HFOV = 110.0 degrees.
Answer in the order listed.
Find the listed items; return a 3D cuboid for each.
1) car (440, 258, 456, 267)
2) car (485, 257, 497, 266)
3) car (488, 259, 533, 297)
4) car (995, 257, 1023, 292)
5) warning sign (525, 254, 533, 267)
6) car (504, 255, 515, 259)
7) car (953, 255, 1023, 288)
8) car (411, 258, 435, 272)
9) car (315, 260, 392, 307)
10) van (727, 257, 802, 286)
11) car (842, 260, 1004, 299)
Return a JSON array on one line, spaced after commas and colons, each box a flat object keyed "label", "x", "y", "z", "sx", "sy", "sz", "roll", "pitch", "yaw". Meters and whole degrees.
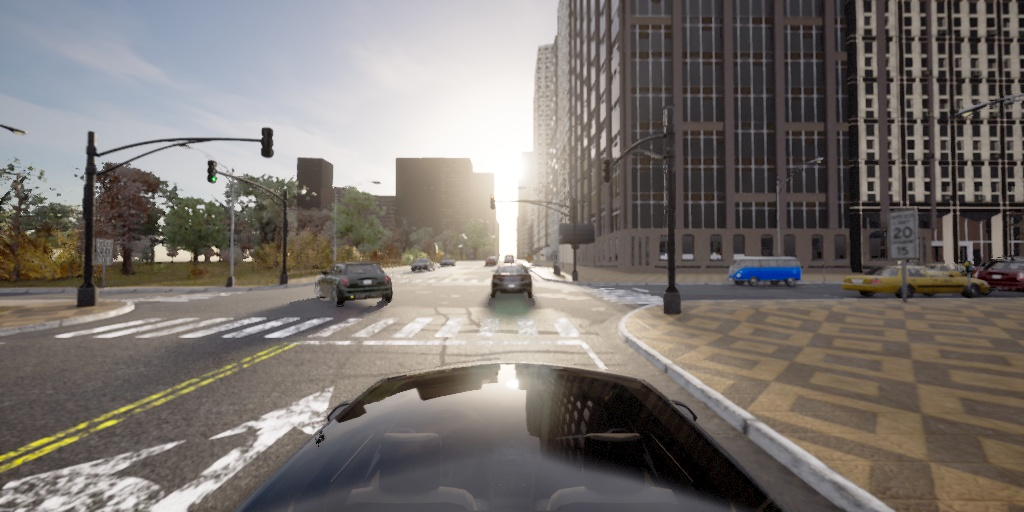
[{"label": "car", "x": -10.225, "y": 1.036, "z": 57.104, "sx": 1.994, "sy": 1.385, "sz": 4.181, "roll": 0, "pitch": 0, "yaw": 0}, {"label": "car", "x": -3.704, "y": 0.963, "z": 63.187, "sx": 1.837, "sy": 1.490, "sz": 4.892, "roll": 0, "pitch": 0, "yaw": 0}, {"label": "car", "x": -0.020, "y": 1.122, "z": 17.967, "sx": 1.882, "sy": 1.535, "sz": 5.008, "roll": 0, "pitch": 0, "yaw": 0}, {"label": "car", "x": 21.650, "y": 0.853, "z": 14.598, "sx": 4.097, "sy": 1.591, "sz": 1.967, "roll": 0, "pitch": 0, "yaw": -1}, {"label": "warning sign", "x": 2.486, "y": 0.599, "z": 51.347, "sx": 1.300, "sy": 1.860, "sz": 1.060, "roll": 0, "pitch": 0, "yaw": 0}, {"label": "car", "x": -0.454, "y": 1.021, "z": 63.244, "sx": 1.994, "sy": 1.385, "sz": 4.181, "roll": 0, "pitch": 0, "yaw": 0}, {"label": "car", "x": 28.329, "y": 0.842, "z": 20.158, "sx": 4.553, "sy": 1.767, "sz": 2.097, "roll": 0, "pitch": -1, "yaw": -1}, {"label": "car", "x": -10.128, "y": 1.030, "z": 40.972, "sx": 1.837, "sy": 1.490, "sz": 4.892, "roll": 0, "pitch": 0, "yaw": 0}, {"label": "car", "x": -6.847, "y": 1.012, "z": 15.328, "sx": 2.097, "sy": 1.767, "sz": 4.553, "roll": -1, "pitch": 1, "yaw": -39}, {"label": "van", "x": 15.796, "y": 0.952, "z": 22.507, "sx": 3.998, "sy": 1.789, "sz": 1.690, "roll": 0, "pitch": 0, "yaw": -1}, {"label": "car", "x": 16.236, "y": 0.969, "z": 14.491, "sx": 4.829, "sy": 1.417, "sz": 1.751, "roll": 0, "pitch": 0, "yaw": -1}]
